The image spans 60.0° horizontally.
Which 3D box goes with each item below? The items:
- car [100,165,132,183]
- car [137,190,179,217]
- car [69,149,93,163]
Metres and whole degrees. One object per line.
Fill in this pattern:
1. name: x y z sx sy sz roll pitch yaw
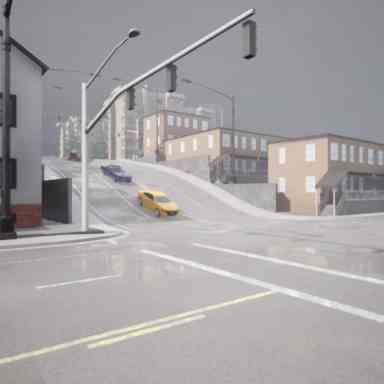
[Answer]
1. car: -8.052 -2.038 35.303 1.895 1.301 4.718 0 17 -36
2. car: -2.927 0.823 28.398 1.882 1.535 5.008 0 16 -37
3. car: -14.973 -4.940 44.917 2.097 1.767 4.553 0 8 -35
